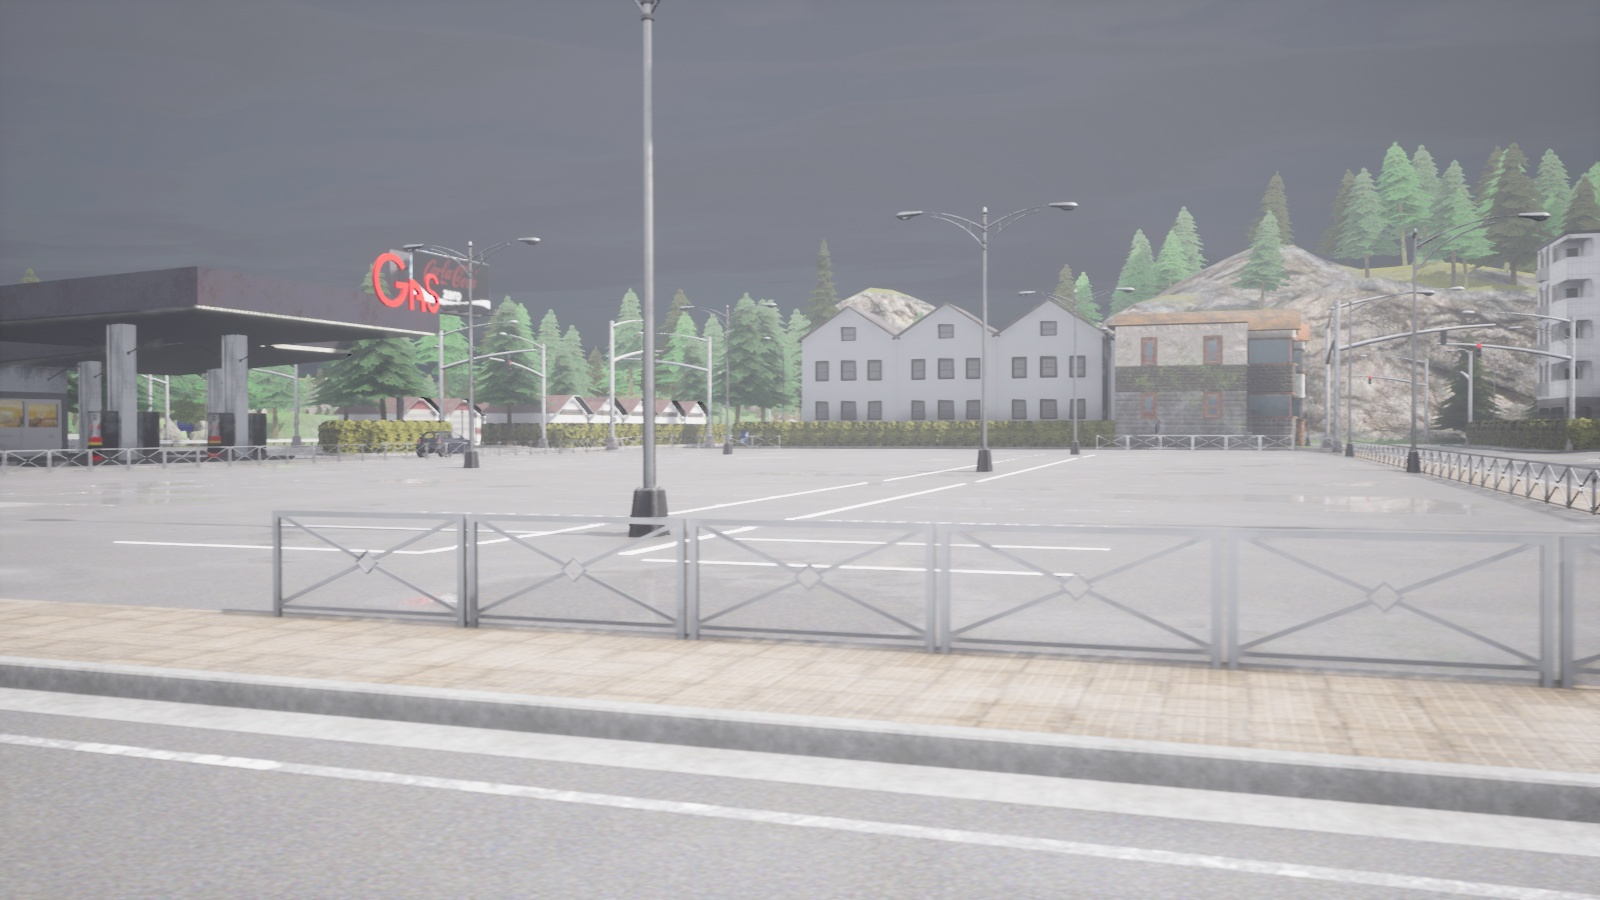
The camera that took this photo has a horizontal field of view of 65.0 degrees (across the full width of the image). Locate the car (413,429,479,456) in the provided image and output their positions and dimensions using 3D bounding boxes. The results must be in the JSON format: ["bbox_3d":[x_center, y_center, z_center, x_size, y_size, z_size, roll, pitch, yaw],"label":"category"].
[{"bbox_3d":[-20.088,-0.448,71.295,1.845,1.501,3.633,1,1,19],"label":"car"}]
